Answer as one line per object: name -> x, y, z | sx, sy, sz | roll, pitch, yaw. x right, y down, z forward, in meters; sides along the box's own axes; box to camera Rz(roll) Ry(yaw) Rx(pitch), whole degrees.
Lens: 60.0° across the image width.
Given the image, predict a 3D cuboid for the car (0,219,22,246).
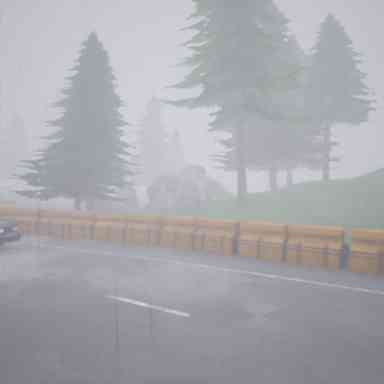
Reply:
car -> -9.172, 1.433, 12.950 | 5.357, 1.411, 2.033 | 1, 0, 23
